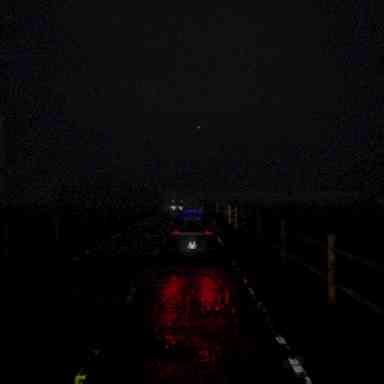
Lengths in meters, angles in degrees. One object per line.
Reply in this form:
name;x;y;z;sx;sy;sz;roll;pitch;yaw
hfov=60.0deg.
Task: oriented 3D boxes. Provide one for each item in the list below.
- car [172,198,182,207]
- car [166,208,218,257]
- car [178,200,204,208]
car;-2.764;1.916;65.059;2.097;1.767;4.553;0;-1;1
car;0.020;1.619;13.514;2.128;1.511;4.902;0;0;0
car;0.029;1.742;29.245;1.882;1.535;5.008;0;0;0
